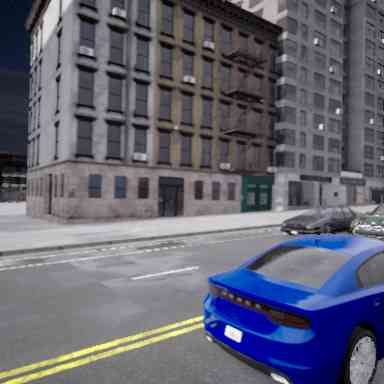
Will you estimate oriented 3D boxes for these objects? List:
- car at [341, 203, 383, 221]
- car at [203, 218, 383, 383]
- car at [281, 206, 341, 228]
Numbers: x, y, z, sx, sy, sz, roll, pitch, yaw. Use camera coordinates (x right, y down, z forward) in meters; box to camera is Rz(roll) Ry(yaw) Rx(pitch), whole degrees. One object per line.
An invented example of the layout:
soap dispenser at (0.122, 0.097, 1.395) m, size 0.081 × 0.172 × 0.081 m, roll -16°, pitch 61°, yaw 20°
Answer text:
car at (8.512, 1.203, 13.746) m, size 4.553 × 1.767 × 2.097 m, roll -1°, pitch 0°, yaw -35°
car at (2.483, 1.428, 5.212) m, size 5.008 × 1.535 × 1.882 m, roll -1°, pitch 0°, yaw -35°
car at (6.752, 1.397, 16.484) m, size 5.357 × 1.411 × 2.033 m, roll -1°, pitch 0°, yaw -35°
